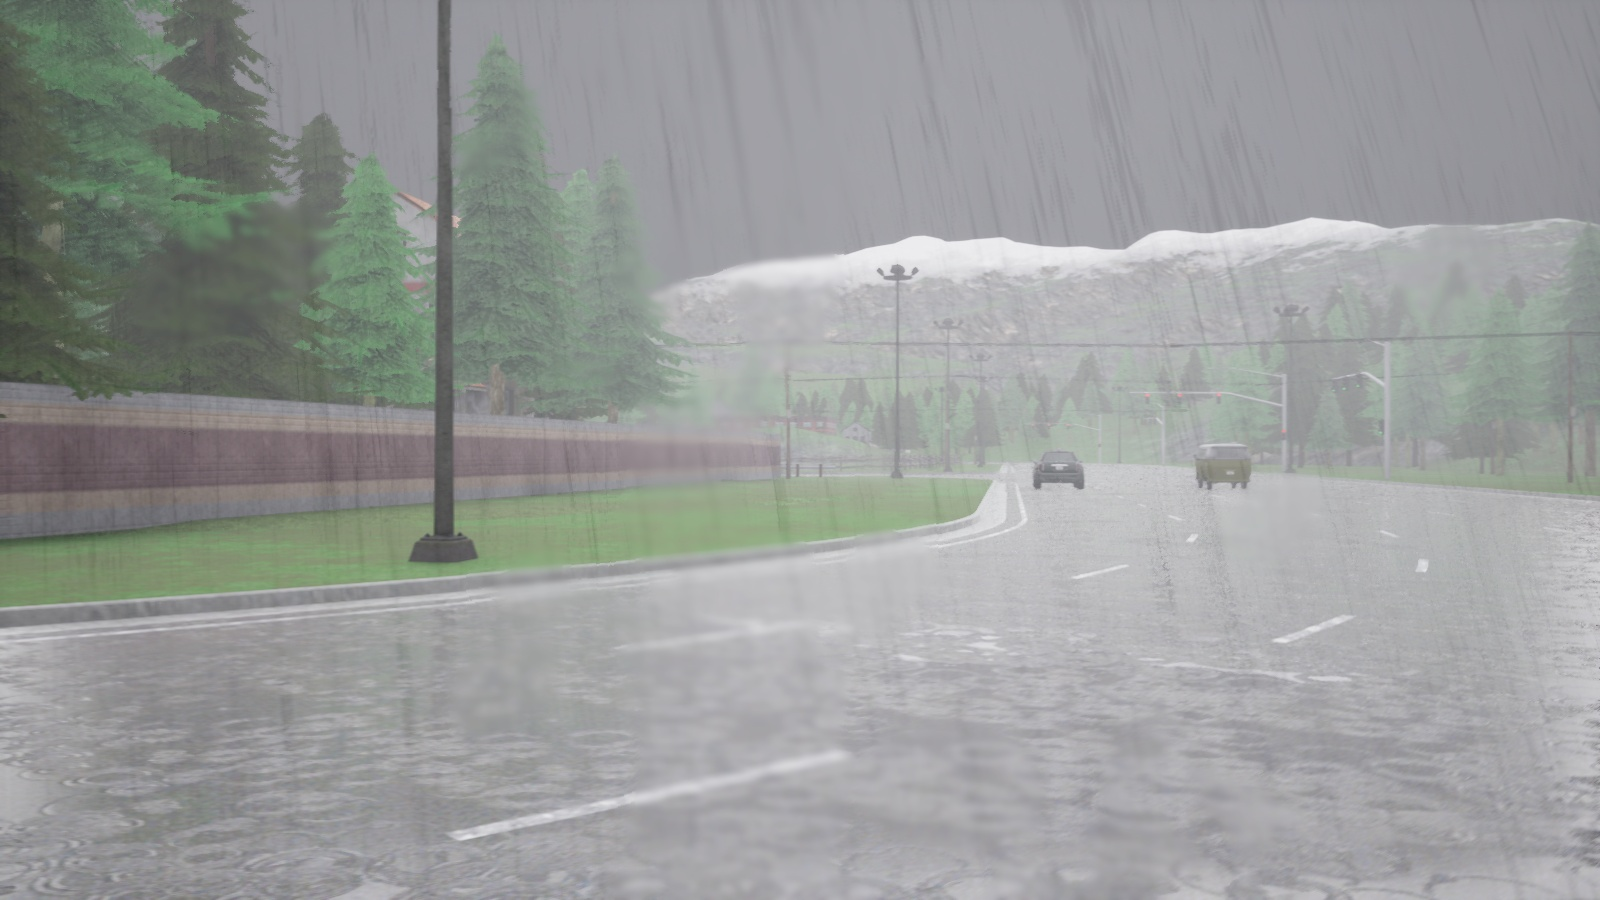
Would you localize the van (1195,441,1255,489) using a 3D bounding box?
[{"bbox_3d":[18.368,0.631,54.450,1.775,1.987,4.442,0,0,10],"label":"van"}]

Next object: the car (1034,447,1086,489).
[{"bbox_3d":[11.425,0.760,55.373,2.097,1.767,4.553,0,0,10],"label":"car"}]
